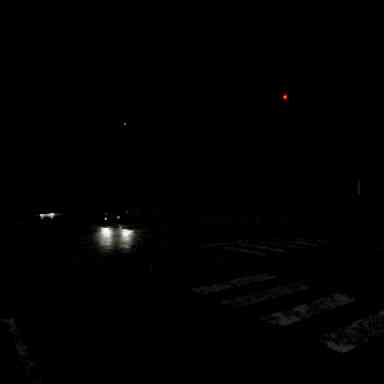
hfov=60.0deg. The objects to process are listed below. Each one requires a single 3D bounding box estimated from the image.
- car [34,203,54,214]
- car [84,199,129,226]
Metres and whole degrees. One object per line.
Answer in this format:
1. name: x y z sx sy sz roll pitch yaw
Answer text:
1. car: -21.170 2.351 47.450 2.033 1.411 5.357 -1 -1 -35
2. car: -7.184 1.603 27.522 2.150 2.045 5.566 -1 -1 -35
